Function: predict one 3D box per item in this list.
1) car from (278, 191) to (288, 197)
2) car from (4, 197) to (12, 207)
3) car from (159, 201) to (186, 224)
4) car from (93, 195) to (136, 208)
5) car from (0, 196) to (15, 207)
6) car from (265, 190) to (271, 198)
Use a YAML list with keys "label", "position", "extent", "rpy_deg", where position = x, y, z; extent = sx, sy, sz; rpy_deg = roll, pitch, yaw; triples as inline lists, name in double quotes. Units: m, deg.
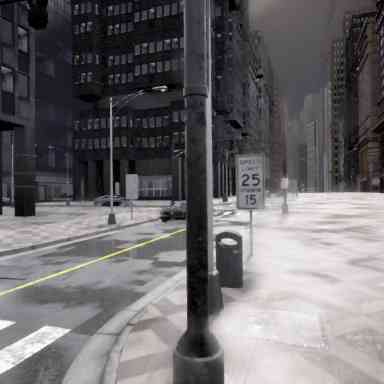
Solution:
- label: "car"
  position: [19.793, 0.404, 72.220]
  extent: [1.895, 1.301, 4.718]
  rpy_deg: [-1, 1, 19]
- label: "car"
  position: [-25.162, 1.299, 42.675]
  extent: [4.181, 1.385, 1.994]
  rpy_deg: [-1, 0, 19]
- label: "car"
  position: [-0.375, 1.290, 21.984]
  extent: [1.895, 1.301, 4.718]
  rpy_deg: [-1, 1, 22]
- label: "car"
  position: [-8.582, 1.063, 36.965]
  extent: [4.902, 1.511, 2.128]
  rpy_deg: [0, 0, 19]
- label: "car"
  position: [-27.384, 1.339, 46.802]
  extent: [4.181, 1.385, 1.994]
  rpy_deg: [-1, 0, 20]
- label: "car"
  position: [14.684, 0.429, 66.601]
  extent: [2.128, 1.511, 4.902]
  rpy_deg: [-1, 1, 19]
